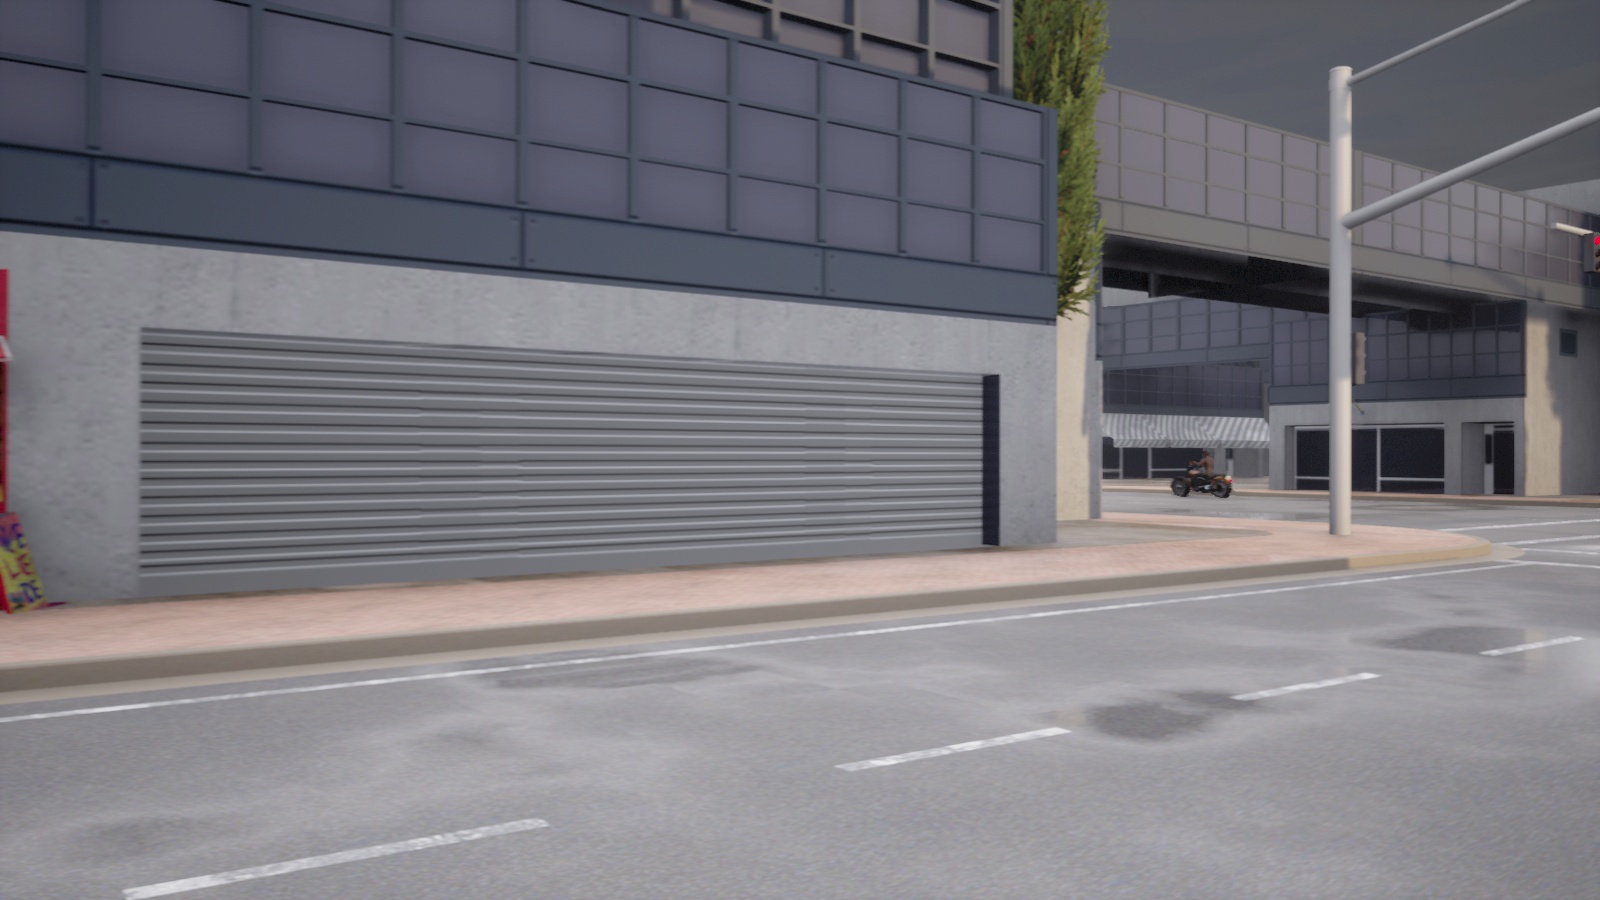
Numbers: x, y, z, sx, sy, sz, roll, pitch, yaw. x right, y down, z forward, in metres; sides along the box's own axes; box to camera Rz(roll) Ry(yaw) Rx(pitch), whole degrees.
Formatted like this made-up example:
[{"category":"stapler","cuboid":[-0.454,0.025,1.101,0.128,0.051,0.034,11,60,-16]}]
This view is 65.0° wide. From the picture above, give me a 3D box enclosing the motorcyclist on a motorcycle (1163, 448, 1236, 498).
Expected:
[{"category":"motorcyclist on a motorcycle","cuboid":[13.476,0.771,42.397,0.766,1.649,2.350,0,0,-36]}]
